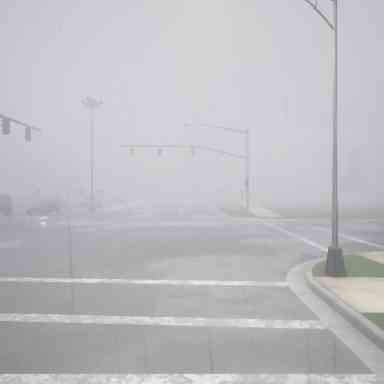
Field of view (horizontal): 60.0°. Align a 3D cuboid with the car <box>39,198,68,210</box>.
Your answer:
[{"bbox_3d":[-18.022,1.526,43.591,1.812,1.442,4.674,0,0,1],"label":"car"}]

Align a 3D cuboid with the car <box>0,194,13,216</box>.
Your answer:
[{"bbox_3d":[-18.239,1.223,29.613,2.150,2.045,5.566,0,0,1],"label":"car"}]

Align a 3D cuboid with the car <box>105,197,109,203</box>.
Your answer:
[{"bbox_3d":[-17.616,1.547,64.635,2.033,1.411,5.357,0,0,1],"label":"car"}]

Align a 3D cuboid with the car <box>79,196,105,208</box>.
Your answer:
[{"bbox_3d":[-14.468,1.352,47.449,2.097,1.767,4.553,0,0,1],"label":"car"}]

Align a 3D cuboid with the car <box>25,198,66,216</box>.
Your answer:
[{"bbox_3d":[-14.688,1.526,33.201,1.812,1.442,4.674,0,0,1],"label":"car"}]

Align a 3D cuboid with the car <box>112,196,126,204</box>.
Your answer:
[{"bbox_3d":[-14.113,1.500,64.762,1.837,1.490,4.892,0,0,1],"label":"car"}]
